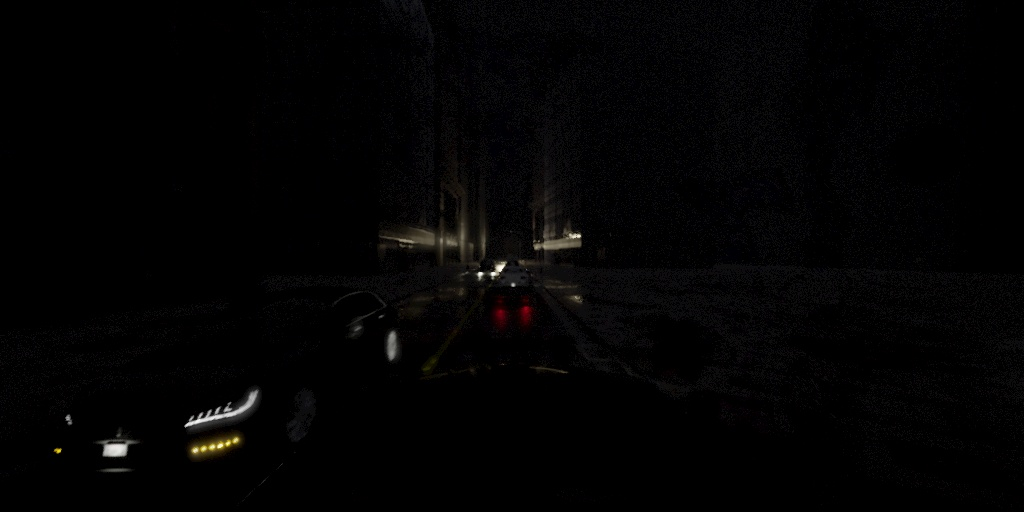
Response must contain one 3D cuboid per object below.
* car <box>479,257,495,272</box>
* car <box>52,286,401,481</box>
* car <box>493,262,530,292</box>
[{"bbox_3d":[-3.091,1.209,45.040,1.882,1.535,5.008,0,0,0],"label":"car"},{"bbox_3d":[-3.092,1.257,5.219,1.837,1.490,4.892,0,0,0],"label":"car"},{"bbox_3d":[0.070,1.280,21.169,1.812,1.442,4.674,0,0,0],"label":"car"}]
